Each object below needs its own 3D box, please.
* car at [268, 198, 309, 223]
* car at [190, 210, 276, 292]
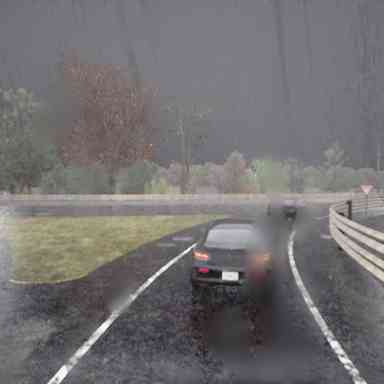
[{"bbox_3d":[6.578,1.155,22.434,1.882,1.535,5.008,0,1,29],"label":"car"},{"bbox_3d":[1.131,1.400,8.593,1.812,1.442,4.674,0,1,10],"label":"car"}]
